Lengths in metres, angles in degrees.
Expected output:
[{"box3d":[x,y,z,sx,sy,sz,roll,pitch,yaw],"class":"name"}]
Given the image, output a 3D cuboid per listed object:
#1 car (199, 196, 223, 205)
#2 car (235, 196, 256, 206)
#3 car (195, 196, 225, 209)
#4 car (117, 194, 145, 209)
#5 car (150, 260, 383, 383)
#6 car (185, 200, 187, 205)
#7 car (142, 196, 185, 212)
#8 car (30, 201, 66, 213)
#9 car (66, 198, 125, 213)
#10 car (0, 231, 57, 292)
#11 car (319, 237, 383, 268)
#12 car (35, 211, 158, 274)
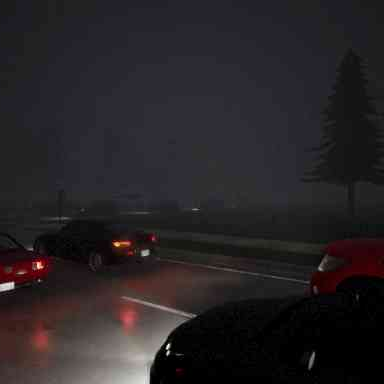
[{"box3d":[3.386,1.477,59.127,1.882,1.535,5.008,0,0,37],"class":"car"},{"box3d":[8.807,1.477,54.689,1.882,1.535,5.008,0,0,37],"class":"car"},{"box3d":[2.574,1.547,46.331,2.033,1.411,5.357,0,0,37],"class":"car"},{"box3d":[-8.349,1.221,43.364,2.150,2.045,5.566,0,0,37],"class":"car"},{"box3d":[1.631,1.564,2.817,4.181,1.385,1.994,0,0,36],"class":"car"},{"box3d":[-2.678,1.526,50.977,1.812,1.442,4.674,0,0,36],"class":"car"},{"box3d":[-3.221,1.525,38.499,1.812,1.442,4.674,0,0,37],"class":"car"},{"box3d":[-14.453,1.601,35.129,1.895,1.301,4.718,0,0,37],"class":"car"},{"box3d":[-8.853,1.525,30.894,1.812,1.442,4.674,0,0,36],"class":"car"},{"box3d":[-5.482,1.601,7.937,4.718,1.301,1.895,0,0,36],"class":"car"},{"box3d":[4.724,1.221,4.896,5.566,2.045,2.150,0,0,36],"class":"car"},{"box3d":[-3.148,1.526,10.567,4.674,1.442,1.812,0,0,36],"class":"car"}]
